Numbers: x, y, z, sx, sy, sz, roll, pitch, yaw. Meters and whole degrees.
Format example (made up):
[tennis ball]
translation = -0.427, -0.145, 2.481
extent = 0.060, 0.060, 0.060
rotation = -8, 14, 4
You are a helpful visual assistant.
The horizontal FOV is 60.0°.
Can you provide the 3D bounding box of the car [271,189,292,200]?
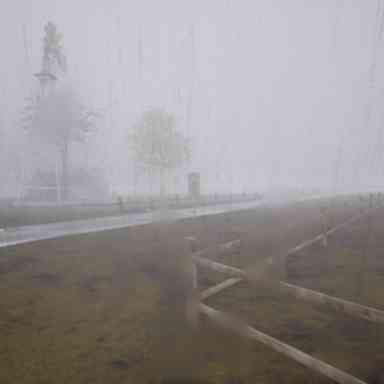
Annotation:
[car]
translation = 13.553, 0.339, 50.212
extent = 2.128, 1.511, 4.902
rotation = -2, 0, 35
